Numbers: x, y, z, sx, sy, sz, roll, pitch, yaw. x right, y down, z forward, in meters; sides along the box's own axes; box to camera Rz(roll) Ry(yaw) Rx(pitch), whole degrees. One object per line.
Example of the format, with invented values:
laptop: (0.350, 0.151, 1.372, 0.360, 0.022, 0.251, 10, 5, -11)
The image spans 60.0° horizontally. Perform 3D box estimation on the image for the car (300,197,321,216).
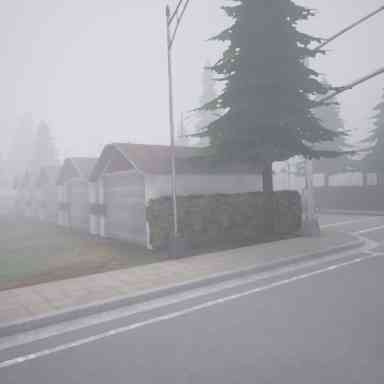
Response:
car: (7.743, 1.094, 26.031, 1.812, 1.442, 4.674, -3, 1, -36)
